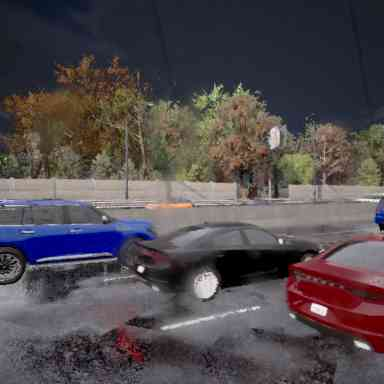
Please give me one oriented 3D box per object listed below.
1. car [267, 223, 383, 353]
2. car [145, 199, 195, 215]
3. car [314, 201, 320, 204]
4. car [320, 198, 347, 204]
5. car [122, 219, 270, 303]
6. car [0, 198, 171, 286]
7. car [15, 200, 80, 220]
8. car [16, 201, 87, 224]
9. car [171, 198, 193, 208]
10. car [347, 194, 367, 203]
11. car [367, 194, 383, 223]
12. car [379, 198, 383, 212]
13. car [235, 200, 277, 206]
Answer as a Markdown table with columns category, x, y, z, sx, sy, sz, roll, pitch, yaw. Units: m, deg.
| category | x | y | z | sx | sy | sz | roll | pitch | yaw |
| --- | --- | --- | --- | --- | --- | --- | --- | --- | --- |
| car | 3.894 | 1.477 | 5.859 | 5.008 | 1.535 | 1.882 | 0 | 0 | -30 |
| car | -2.310 | 1.505 | 34.876 | 4.892 | 1.490 | 1.837 | 0 | 0 | -30 |
| car | 19.882 | 1.553 | 47.783 | 5.357 | 1.411 | 2.033 | 0 | 0 | -30 |
| car | 19.682 | 1.492 | 43.619 | 4.902 | 1.511 | 2.128 | -1 | 0 | -30 |
| car | 1.049 | 1.477 | 8.253 | 5.008 | 1.535 | 1.882 | 0 | 0 | -30 |
| car | -3.643 | 1.222 | 9.573 | 5.566 | 2.045 | 2.150 | 0 | 0 | -30 |
| car | -12.537 | 1.478 | 28.927 | 5.008 | 1.535 | 1.882 | 0 | 0 | -30 |
| car | -10.886 | 1.492 | 25.837 | 4.902 | 1.511 | 2.128 | 0 | 0 | -30 |
| car | -2.179 | 1.352 | 30.902 | 4.553 | 1.767 | 2.097 | 0 | 0 | -30 |
| car | 22.097 | 1.226 | 40.972 | 5.566 | 2.045 | 2.150 | 0 | 0 | -30 |
| car | 12.930 | 1.219 | 19.215 | 5.566 | 2.045 | 2.150 | 0 | 0 | -30 |
| car | 23.747 | 1.496 | 37.884 | 4.902 | 1.511 | 2.128 | 0 | 0 | -30 |
| car | 6.950 | 1.548 | 36.214 | 5.357 | 1.411 | 2.033 | 0 | 0 | -30 |
